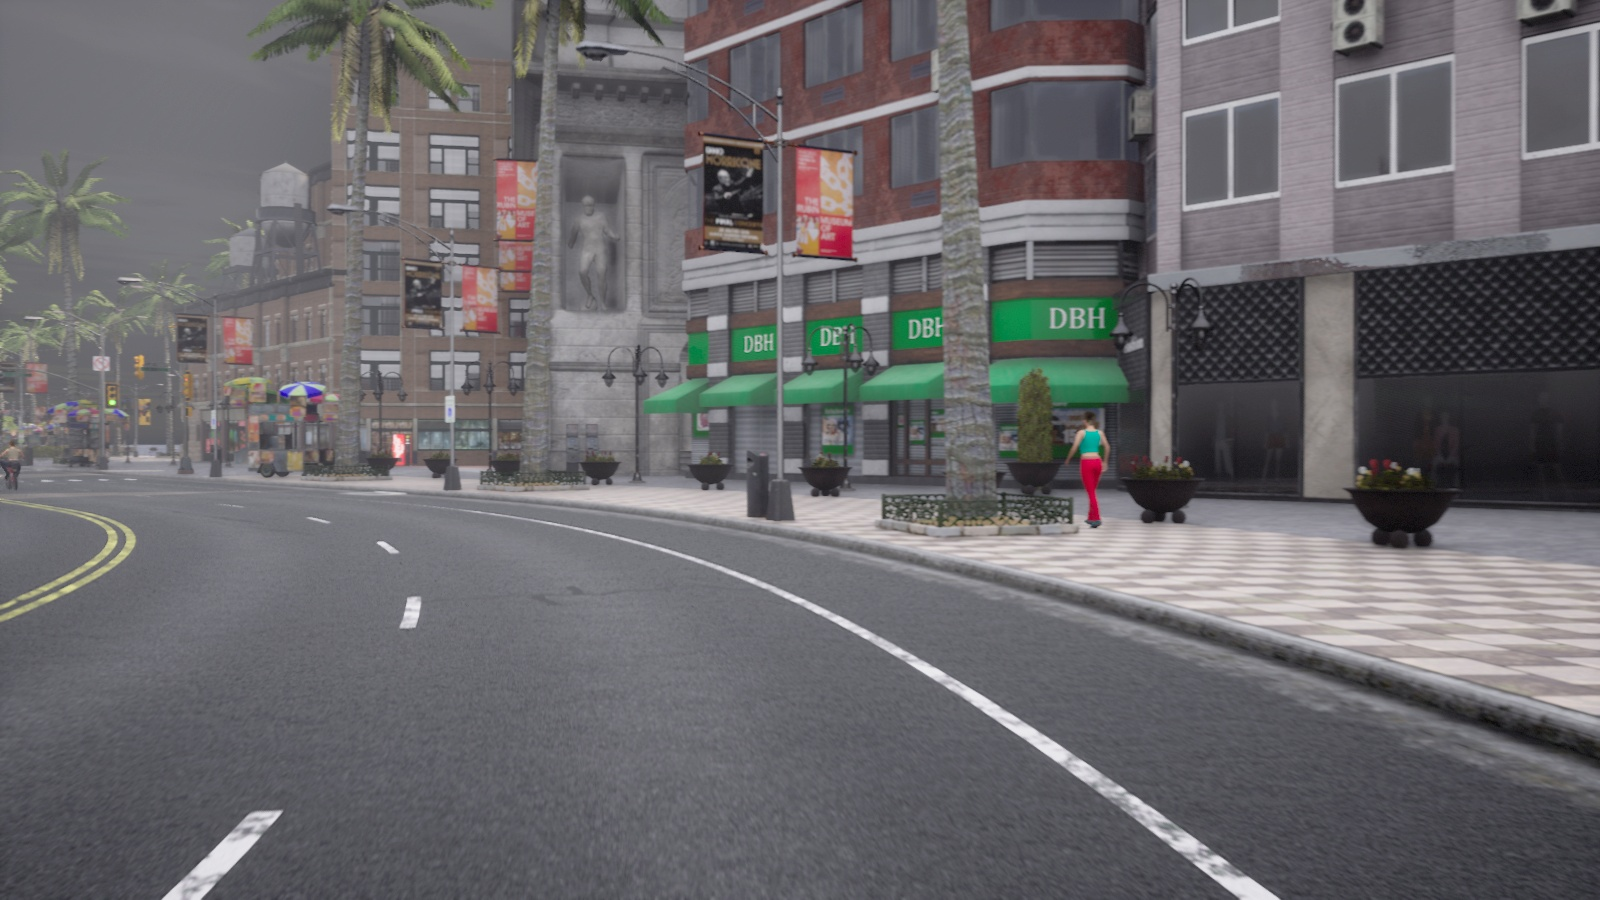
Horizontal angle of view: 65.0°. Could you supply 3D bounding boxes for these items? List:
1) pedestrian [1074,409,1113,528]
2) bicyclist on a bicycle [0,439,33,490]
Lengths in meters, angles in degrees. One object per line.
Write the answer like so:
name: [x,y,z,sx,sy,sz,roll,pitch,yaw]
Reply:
pedestrian: [4.606,0.291,19.707,0.345,1.836,0.594,0,0,-17]
bicyclist on a bicycle: [-25.588,0.455,40.837,0.866,1.612,1.509,0,0,-42]
